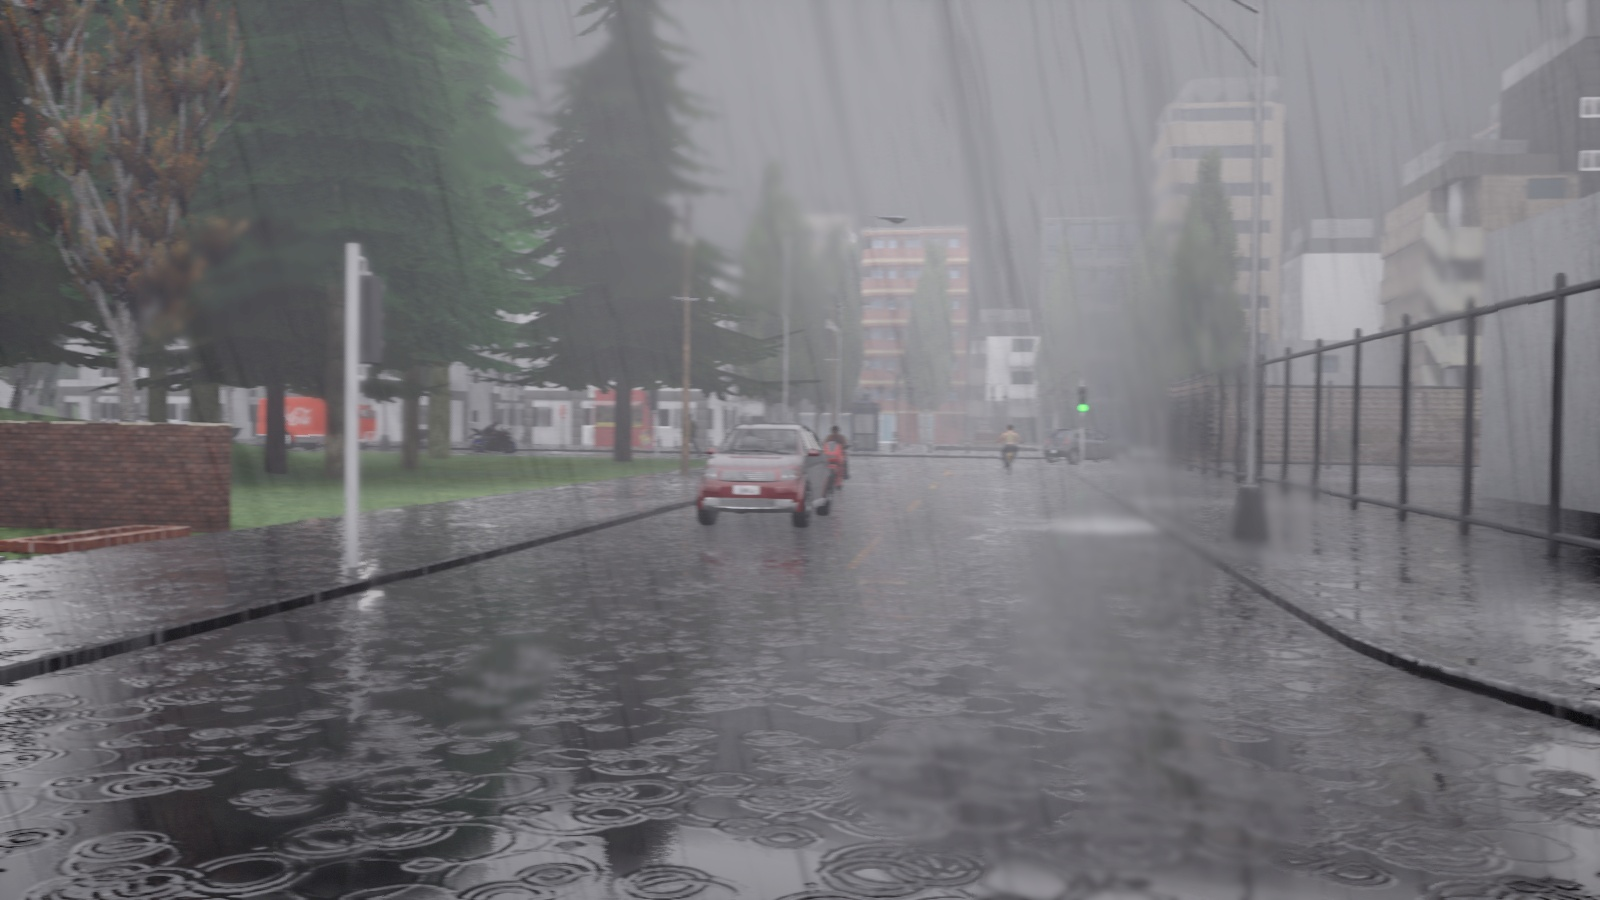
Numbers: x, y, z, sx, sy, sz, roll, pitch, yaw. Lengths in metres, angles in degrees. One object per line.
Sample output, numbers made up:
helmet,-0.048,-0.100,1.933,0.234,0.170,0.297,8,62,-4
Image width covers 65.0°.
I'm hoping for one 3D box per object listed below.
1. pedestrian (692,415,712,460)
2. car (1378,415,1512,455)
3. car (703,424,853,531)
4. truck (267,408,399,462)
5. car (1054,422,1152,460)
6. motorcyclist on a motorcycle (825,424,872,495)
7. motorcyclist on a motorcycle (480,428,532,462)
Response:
pedestrian,-3.993,-0.511,51.089,0.709,1.840,0.431,0,1,14
car,28.301,-0.664,55.242,4.856,1.649,2.033,0,1,9
car,-0.248,0.364,20.051,1.789,1.549,3.705,0,1,9
truck,-22.047,-0.718,59.445,5.204,2.467,2.627,0,1,9
car,12.772,-0.395,52.989,3.633,1.501,1.845,-1,1,-25
motorcyclist on a motorcycle,1.107,0.187,28.226,0.797,1.523,2.044,0,1,9
motorcyclist on a motorcycle,-13.595,-0.244,58.071,2.191,1.530,0.866,0,1,10
